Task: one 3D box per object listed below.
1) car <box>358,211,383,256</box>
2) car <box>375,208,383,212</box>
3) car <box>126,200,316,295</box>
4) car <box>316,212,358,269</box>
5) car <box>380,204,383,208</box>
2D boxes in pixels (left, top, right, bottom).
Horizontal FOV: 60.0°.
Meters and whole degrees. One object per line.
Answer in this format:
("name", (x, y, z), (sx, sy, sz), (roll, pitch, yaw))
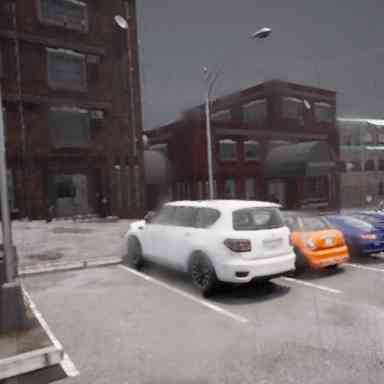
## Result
("car", (4.855, 1.536, 12.469), (2.002, 1.452, 4.674), (0, 0, -36))
("car", (7.348, 1.540, 14.249), (2.002, 1.452, 4.674), (0, 0, -36))
("car", (0.156, 1.236, 9.153), (2.435, 2.045, 5.566), (0, 0, -36))
("car", (2.480, 1.366, 10.739), (2.185, 1.767, 4.553), (0, 0, -36))
("car", (9.721, 1.534, 15.983), (2.163, 1.488, 4.792), (0, 0, -36))
